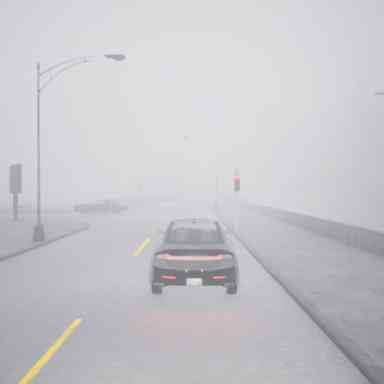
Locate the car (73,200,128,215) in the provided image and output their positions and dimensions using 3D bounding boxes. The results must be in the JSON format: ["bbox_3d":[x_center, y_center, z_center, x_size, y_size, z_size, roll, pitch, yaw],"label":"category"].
[{"bbox_3d":[-8.469,1.397,30.801,4.718,1.301,1.895,0,0,11],"label":"car"}]

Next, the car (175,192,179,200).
[{"bbox_3d":[-4.024,0.880,72.221,2.097,1.767,4.553,0,0,0],"label":"car"}]

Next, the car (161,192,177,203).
[{"bbox_3d":[-4.091,1.194,56.273,1.994,1.385,4.181,0,0,0],"label":"car"}]

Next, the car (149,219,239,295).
[{"bbox_3d":[0.059,1.434,8.580,2.128,1.511,4.902,0,0,0],"label":"car"}]
